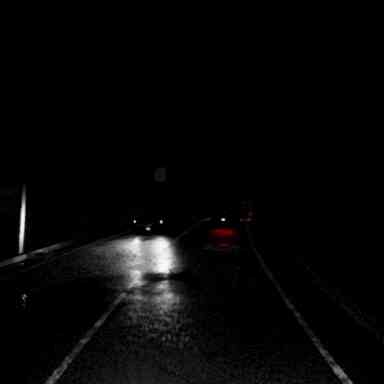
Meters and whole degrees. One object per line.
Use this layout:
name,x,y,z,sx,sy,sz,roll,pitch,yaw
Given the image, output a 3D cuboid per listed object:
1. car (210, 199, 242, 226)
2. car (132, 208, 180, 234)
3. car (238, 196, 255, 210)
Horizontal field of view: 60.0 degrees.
car,2.384,1.505,23.588,1.837,1.490,4.892,-1,0,9
car,-2.019,1.647,19.725,1.895,1.301,4.718,-1,0,8
car,6.699,1.319,41.522,2.097,1.767,4.553,-2,0,16
